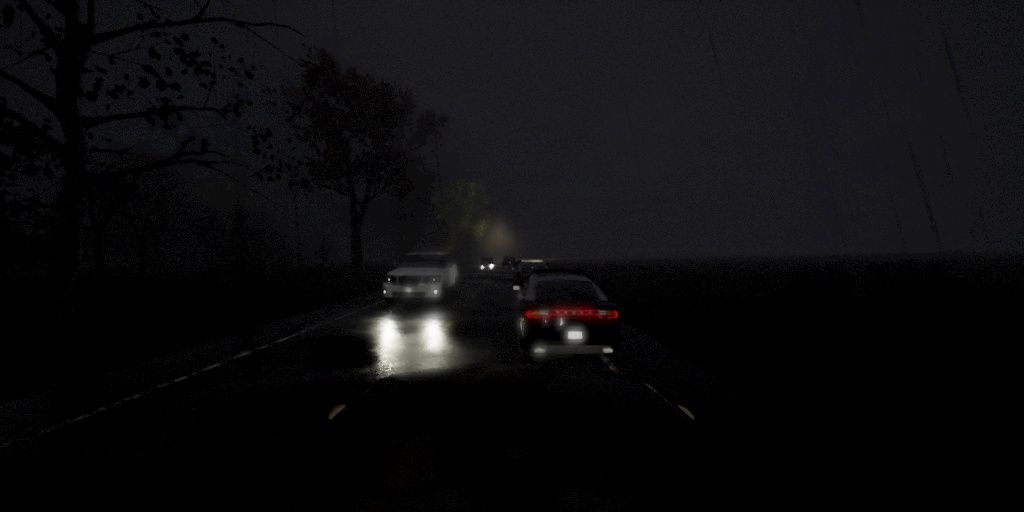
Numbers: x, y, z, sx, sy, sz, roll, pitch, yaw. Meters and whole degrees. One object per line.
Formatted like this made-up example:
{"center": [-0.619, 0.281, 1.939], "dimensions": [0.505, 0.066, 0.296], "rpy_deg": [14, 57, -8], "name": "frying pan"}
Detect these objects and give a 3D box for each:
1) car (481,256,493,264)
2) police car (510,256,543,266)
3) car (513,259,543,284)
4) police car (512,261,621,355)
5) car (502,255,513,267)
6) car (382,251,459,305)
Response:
{"center": [-4.056, 0.679, 58.646], "dimensions": [1.895, 1.301, 4.718], "rpy_deg": [0, 1, -1], "name": "car"}
{"center": [1.025, 0.969, 18.595], "dimensions": [1.930, 1.638, 5.238], "rpy_deg": [0, 1, 0], "name": "police car"}
{"center": [0.992, 0.978, 24.492], "dimensions": [1.837, 1.490, 4.892], "rpy_deg": [0, 1, 0], "name": "car"}
{"center": [1.055, 1.090, 8.586], "dimensions": [1.930, 1.638, 5.238], "rpy_deg": [0, 1, 0], "name": "police car"}
{"center": [-0.267, 0.773, 47.187], "dimensions": [1.994, 1.385, 4.181], "rpy_deg": [0, 1, 0], "name": "car"}
{"center": [-3.614, 0.803, 15.276], "dimensions": [2.150, 2.045, 5.566], "rpy_deg": [0, 1, 0], "name": "car"}
